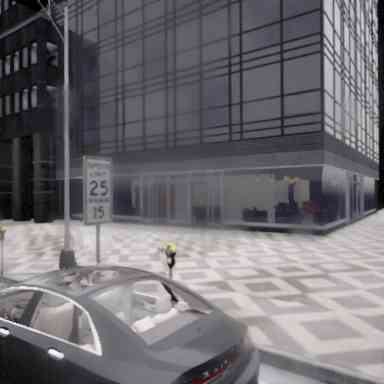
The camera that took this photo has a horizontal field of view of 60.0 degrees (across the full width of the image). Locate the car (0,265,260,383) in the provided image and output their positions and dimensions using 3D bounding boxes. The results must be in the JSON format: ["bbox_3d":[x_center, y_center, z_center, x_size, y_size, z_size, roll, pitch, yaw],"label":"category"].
[{"bbox_3d":[-1.398,1.582,3.961,4.403,1.369,2.008,-1,0,36],"label":"car"}]
